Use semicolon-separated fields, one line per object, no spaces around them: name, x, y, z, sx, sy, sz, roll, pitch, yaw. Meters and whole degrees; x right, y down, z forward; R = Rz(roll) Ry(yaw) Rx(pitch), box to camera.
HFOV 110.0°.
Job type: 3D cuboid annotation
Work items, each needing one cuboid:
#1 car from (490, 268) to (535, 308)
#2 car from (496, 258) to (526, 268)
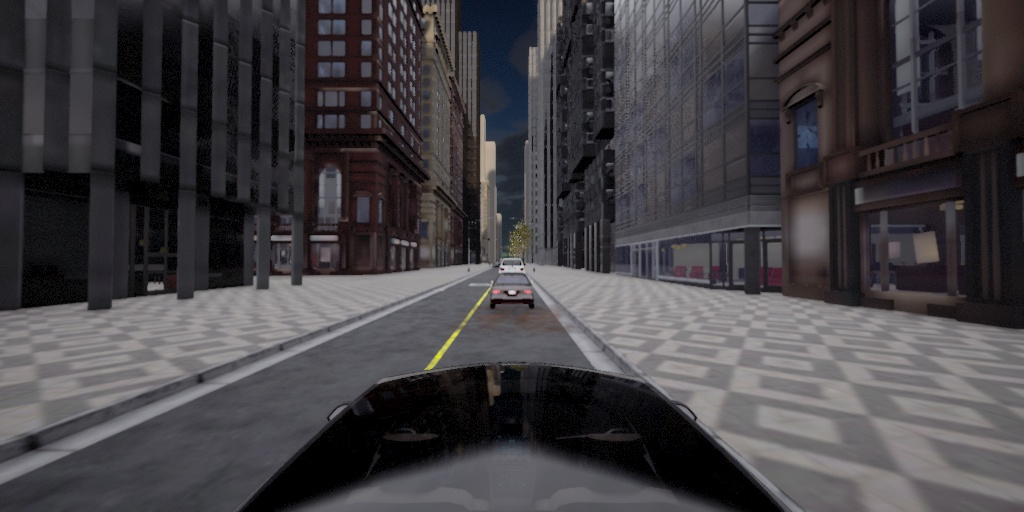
car;0.005;1.426;15.850;2.033;1.411;5.357;0;0;0
car;0.012;1.229;30.876;2.150;2.045;5.566;0;0;0
